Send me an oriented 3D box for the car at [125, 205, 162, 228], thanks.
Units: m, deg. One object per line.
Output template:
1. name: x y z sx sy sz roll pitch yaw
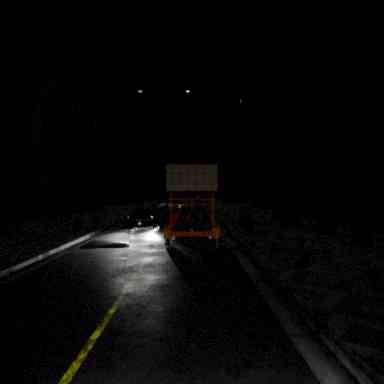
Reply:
1. car: -3.107 1.566 22.003 1.895 1.301 4.718 0 0 0

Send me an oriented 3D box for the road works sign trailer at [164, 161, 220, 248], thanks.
1. road works sign trailer: -0.005 0.440 14.575 2.380 3.560 2.880 0 0 0

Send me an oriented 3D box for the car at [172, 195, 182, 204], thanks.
1. car: -3.054 1.310 63.546 2.097 1.767 4.553 0 0 1
